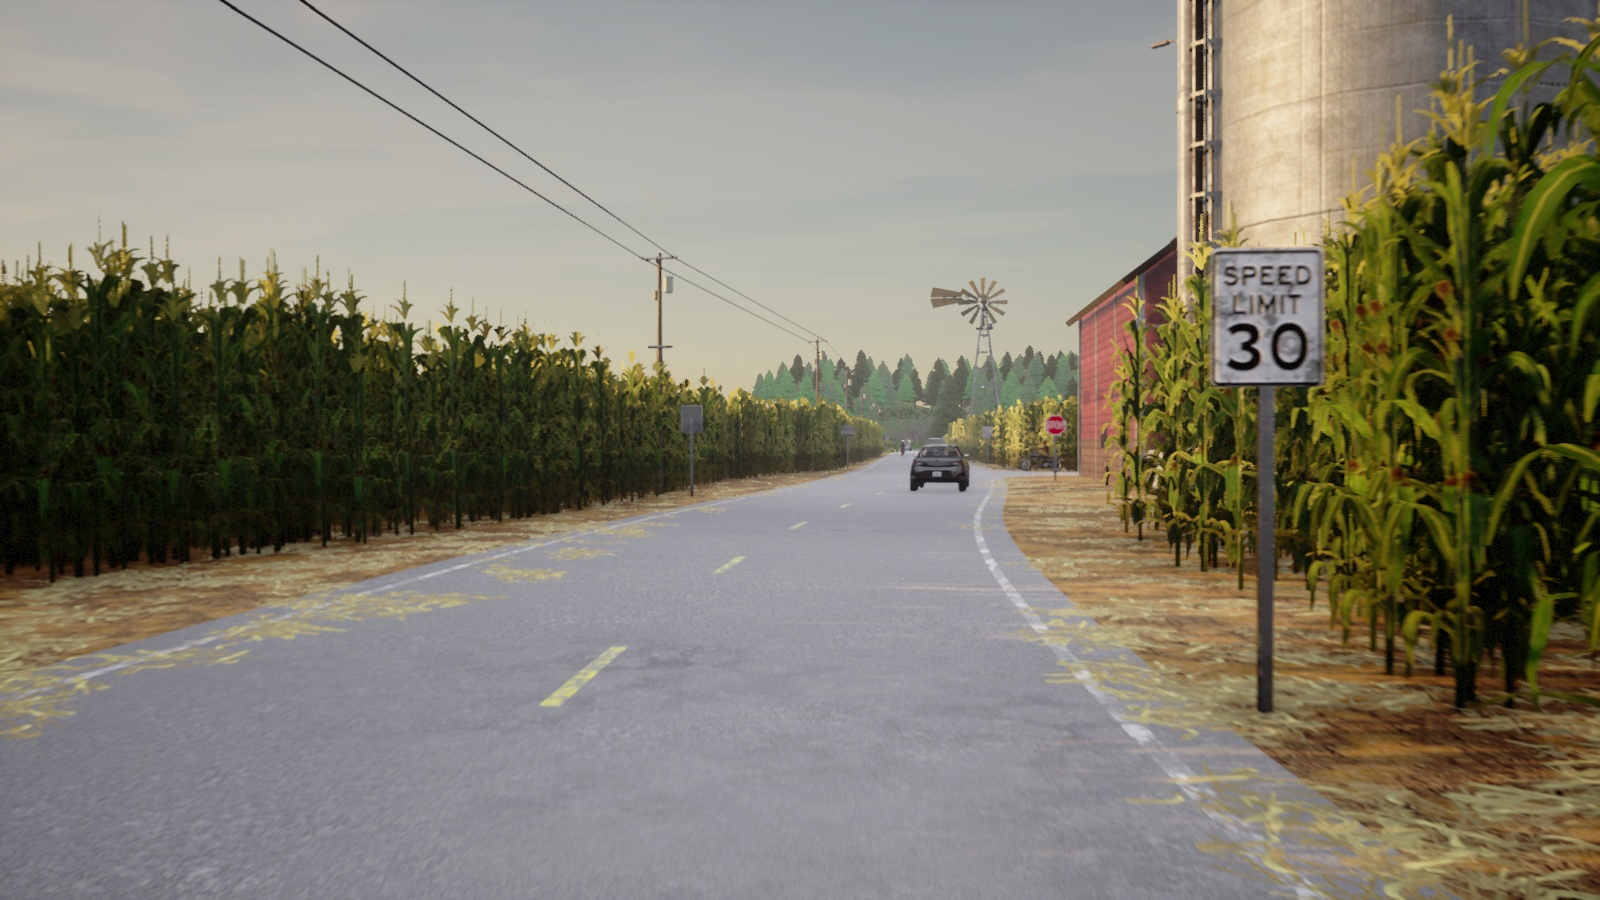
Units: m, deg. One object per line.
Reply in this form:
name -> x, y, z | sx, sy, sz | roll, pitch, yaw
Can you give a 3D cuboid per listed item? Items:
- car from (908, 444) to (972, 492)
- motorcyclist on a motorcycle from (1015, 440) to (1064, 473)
car -> 4.544, 0.536, 40.338 | 1.816, 1.474, 4.193 | 0, 0, 10
motorcyclist on a motorcycle -> 12.174, 0.347, 63.887 | 2.350, 1.649, 0.766 | 0, -1, 32
